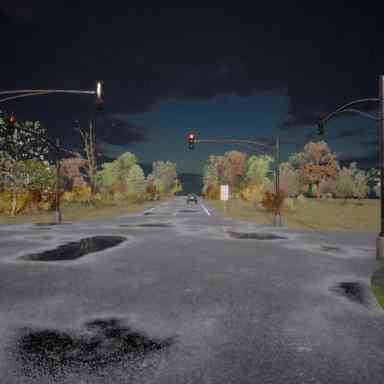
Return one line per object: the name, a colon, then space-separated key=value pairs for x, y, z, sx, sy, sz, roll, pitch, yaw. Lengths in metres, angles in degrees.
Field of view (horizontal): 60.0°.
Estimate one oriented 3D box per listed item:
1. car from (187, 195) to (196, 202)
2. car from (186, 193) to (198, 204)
car: x=-0.015 y=1.465 z=77.993 sx=2.033 sy=1.411 sz=5.357 roll=0 pitch=0 yaw=0
car: x=-0.013 y=1.293 z=67.602 sx=2.150 sy=2.045 sz=5.566 roll=0 pitch=0 yaw=0
